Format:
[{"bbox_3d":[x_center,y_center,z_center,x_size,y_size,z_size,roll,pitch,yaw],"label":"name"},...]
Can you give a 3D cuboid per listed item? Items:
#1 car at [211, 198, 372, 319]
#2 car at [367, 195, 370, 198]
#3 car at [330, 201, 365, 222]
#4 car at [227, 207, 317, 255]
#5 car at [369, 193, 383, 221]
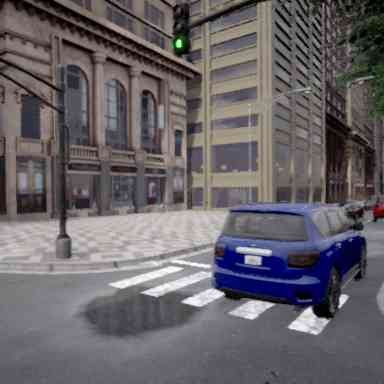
[{"bbox_3d":[2.576,1.262,7.838,2.150,2.045,5.566,0,0,35],"label":"car"},{"bbox_3d":[23.759,1.453,43.070,2.150,2.045,5.566,0,0,35],"label":"car"},{"bbox_3d":[13.449,1.602,28.617,1.882,1.535,5.008,0,0,35],"label":"car"},{"bbox_3d":[3.752,1.553,14.860,2.128,1.511,4.902,0,0,37],"label":"car"},{"bbox_3d":[16.457,1.347,27.512,2.150,2.045,5.566,0,0,35],"label":"car"}]
